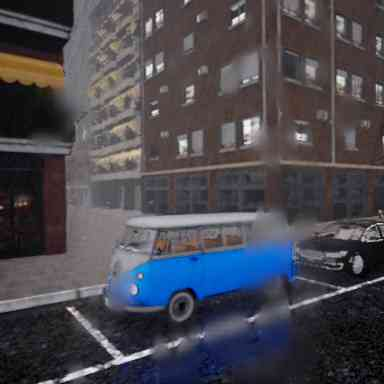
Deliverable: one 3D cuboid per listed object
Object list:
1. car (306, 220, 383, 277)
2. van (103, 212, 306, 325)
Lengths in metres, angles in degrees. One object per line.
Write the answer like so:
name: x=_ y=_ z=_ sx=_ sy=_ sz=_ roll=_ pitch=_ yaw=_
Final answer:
car: x=4.930 y=1.546 z=10.093 sx=4.403 sy=1.369 sz=2.008 roll=0 pitch=-1 yaw=-36
van: x=0.318 y=1.339 z=6.805 sx=3.998 sy=1.788 sz=1.690 roll=0 pitch=-1 yaw=-36
